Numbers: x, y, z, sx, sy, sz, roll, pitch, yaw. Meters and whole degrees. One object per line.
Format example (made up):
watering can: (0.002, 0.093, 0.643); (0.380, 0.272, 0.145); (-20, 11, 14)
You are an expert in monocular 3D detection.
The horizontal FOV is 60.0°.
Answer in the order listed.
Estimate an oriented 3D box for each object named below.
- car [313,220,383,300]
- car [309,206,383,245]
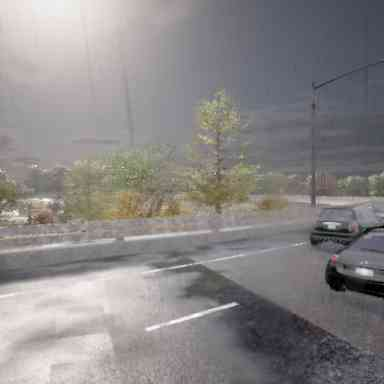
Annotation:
car: (5.011, 1.585, 7.998); (4.181, 1.385, 1.994); (0, 0, -40)
car: (7.042, 1.395, 14.526); (4.553, 1.767, 2.097); (0, 0, -43)
